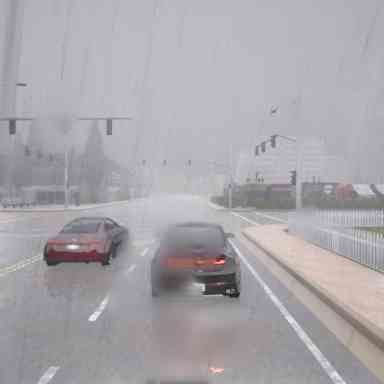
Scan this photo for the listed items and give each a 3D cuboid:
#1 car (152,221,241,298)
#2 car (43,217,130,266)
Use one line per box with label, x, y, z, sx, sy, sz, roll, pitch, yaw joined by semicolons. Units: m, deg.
car;0.083;1.505;8.519;1.837;1.490;4.892;0;0;0
car;-3.423;1.562;11.557;1.994;1.385;4.181;0;0;0
